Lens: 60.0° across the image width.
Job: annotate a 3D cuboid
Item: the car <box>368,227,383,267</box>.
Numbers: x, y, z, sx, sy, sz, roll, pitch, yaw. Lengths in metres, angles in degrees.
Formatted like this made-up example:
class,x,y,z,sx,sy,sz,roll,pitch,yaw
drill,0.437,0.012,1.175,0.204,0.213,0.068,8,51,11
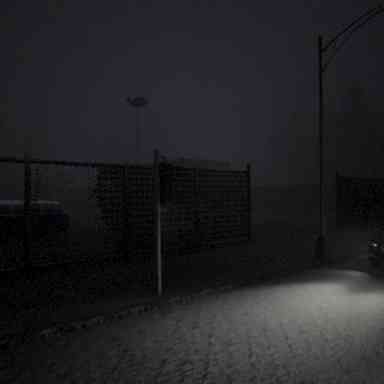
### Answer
class,x,y,z,sx,sy,sz,roll,pitch,yaw
car,7.377,1.511,10.539,4.902,1.511,2.128,0,-1,-38
